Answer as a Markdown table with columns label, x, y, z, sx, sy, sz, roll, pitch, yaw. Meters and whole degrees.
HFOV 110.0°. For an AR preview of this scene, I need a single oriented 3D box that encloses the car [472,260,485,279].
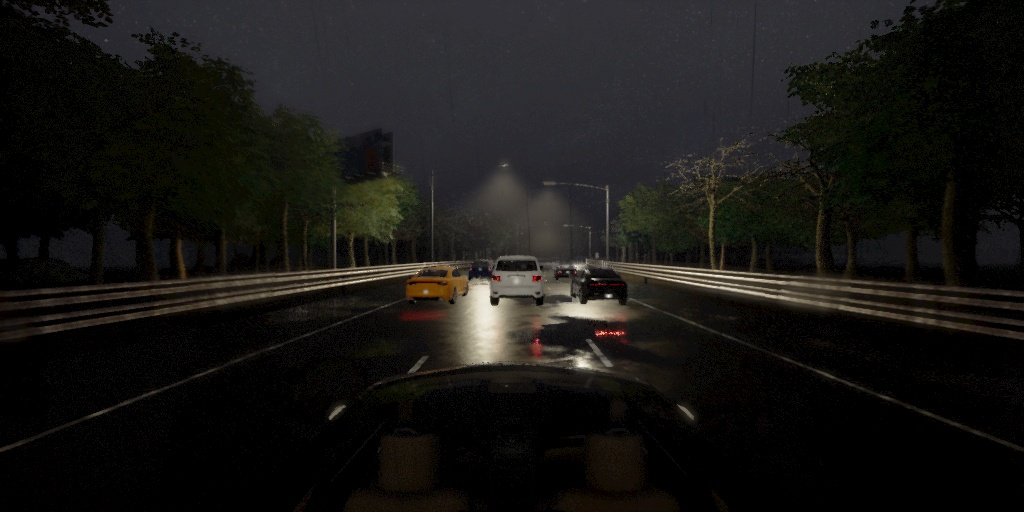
| label | x | y | z | sx | sy | sz | roll | pitch | yaw |
| --- | --- | --- | --- | --- | --- | --- | --- | --- | --- |
| car | -2.418 | 1.122 | 31.175 | 2.097 | 1.767 | 4.553 | 0 | 0 | 4 |

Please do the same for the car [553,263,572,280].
| label | x | y | z | sx | sy | sz | roll | pitch | yaw |
| --- | --- | --- | --- | --- | --- | --- | --- | --- | --- |
| car | 4.566 | 1.320 | 30.695 | 2.033 | 1.411 | 5.357 | 0 | 0 | 4 |

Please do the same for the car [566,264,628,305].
| label | x | y | z | sx | sy | sz | roll | pitch | yaw |
| --- | --- | --- | --- | --- | --- | --- | --- | --- | --- |
| car | 3.764 | 1.268 | 16.038 | 1.837 | 1.490 | 4.892 | 0 | 0 | 2 |

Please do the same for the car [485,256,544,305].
| label | x | y | z | sx | sy | sz | roll | pitch | yaw |
| --- | --- | --- | --- | --- | --- | --- | --- | --- | --- |
| car | 0.268 | 1.009 | 16.195 | 2.150 | 2.045 | 5.566 | 0 | 0 | 2 |

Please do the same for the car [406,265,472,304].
| label | x | y | z | sx | sy | sz | roll | pitch | yaw |
| --- | --- | --- | --- | --- | --- | --- | --- | --- | --- |
| car | -3.231 | 1.236 | 16.292 | 1.882 | 1.535 | 5.008 | 0 | 0 | 2 |
